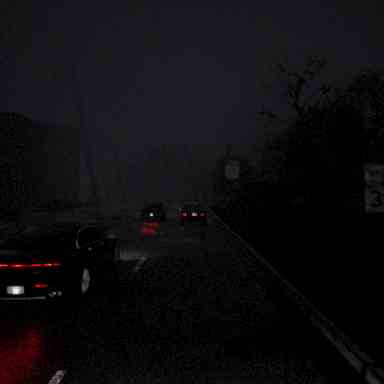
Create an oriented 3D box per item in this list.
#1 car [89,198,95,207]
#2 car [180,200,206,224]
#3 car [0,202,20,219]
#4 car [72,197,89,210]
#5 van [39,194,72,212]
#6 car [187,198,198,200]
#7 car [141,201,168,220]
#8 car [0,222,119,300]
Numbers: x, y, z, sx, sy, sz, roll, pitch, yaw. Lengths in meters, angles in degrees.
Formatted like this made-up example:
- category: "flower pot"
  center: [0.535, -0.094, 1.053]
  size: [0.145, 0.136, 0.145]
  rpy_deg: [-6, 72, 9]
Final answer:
- category: "car"
  center: [-15.605, 1.517, 48.581]
  size: [2.002, 1.452, 4.674]
  rpy_deg: [-2, 0, 0]
- category: "car"
  center: [0.090, 1.555, 24.816]
  size: [2.033, 1.411, 5.357]
  rpy_deg: [0, 0, 0]
- category: "car"
  center: [-15.530, 1.505, 26.542]
  size: [2.002, 1.452, 4.674]
  rpy_deg: [0, 0, 0]
- category: "car"
  center: [-15.574, 1.503, 43.085]
  size: [2.163, 1.488, 4.792]
  rpy_deg: [0, 0, 0]
- category: "van"
  center: [-15.558, 1.245, 37.473]
  size: [1.878, 1.987, 4.442]
  rpy_deg: [0, 0, 0]
- category: "car"
  center: [0.093, 1.504, 42.676]
  size: [2.128, 1.511, 4.902]
  rpy_deg: [0, 0, 0]
- category: "car"
  center: [-3.154, 1.513, 28.426]
  size: [1.837, 1.490, 4.892]
  rpy_deg: [0, 0, 0]
- category: "car"
  center: [-3.152, 1.507, 8.389]
  size: [1.837, 1.490, 4.892]
  rpy_deg: [0, 0, 0]
